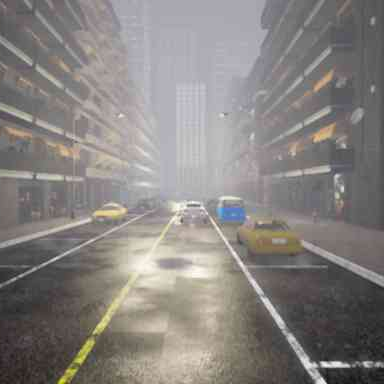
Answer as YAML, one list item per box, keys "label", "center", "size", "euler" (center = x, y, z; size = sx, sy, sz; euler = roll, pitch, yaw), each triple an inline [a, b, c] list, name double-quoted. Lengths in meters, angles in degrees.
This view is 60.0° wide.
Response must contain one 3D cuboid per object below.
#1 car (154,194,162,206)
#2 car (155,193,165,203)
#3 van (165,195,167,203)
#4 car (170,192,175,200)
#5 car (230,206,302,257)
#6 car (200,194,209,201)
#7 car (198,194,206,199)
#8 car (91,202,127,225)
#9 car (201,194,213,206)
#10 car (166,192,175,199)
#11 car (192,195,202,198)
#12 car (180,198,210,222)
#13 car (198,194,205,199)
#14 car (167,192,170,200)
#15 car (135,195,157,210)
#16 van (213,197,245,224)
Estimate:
- label: "car"
  center: [-5.688, 1.358, 45.527]
  size: [1.887, 1.381, 4.507]
  euler: [-1, 0, 0]
- label: "car"
  center: [-5.688, 1.336, 51.051]
  size: [1.887, 1.381, 4.507]
  euler: [-1, 0, 0]
- label: "van"
  center: [-5.688, 1.111, 56.574]
  size: [1.690, 1.788, 3.998]
  euler: [-1, 0, 0]
- label: "car"
  center: [-5.682, 1.254, 78.669]
  size: [1.947, 1.339, 4.313]
  euler: [-1, 0, 0]
- label: "car"
  center: [2.685, 1.471, 12.542]
  size: [1.752, 1.417, 4.829]
  euler: [-1, 0, 0]
- label: "car"
  center: [2.698, 1.232, 73.300]
  size: [1.752, 1.417, 4.829]
  euler: [-1, 0, 0]
- label: "car"
  center: [2.702, 1.192, 89.699]
  size: [1.887, 1.381, 4.507]
  euler: [-1, 0, 0]
- label: "car"
  center: [-5.694, 1.428, 23.264]
  size: [1.752, 1.417, 4.829]
  euler: [0, 0, 0]
- label: "car"
  center: [2.692, 1.363, 45.512]
  size: [2.008, 1.369, 4.403]
  euler: [-1, 0, 0]
- label: "car"
  center: [-5.682, 0.964, 89.713]
  size: [2.192, 1.841, 5.009]
  euler: [-1, 0, 0]
- label: "car"
  center: [0.112, 1.410, 46.251]
  size: [1.895, 1.301, 4.718]
  euler: [0, 0, 0]
- label: "car"
  center: [0.106, 1.421, 24.762]
  size: [1.812, 1.442, 4.674]
  euler: [0, 0, 0]
- label: "car"
  center: [2.703, 1.179, 95.223]
  size: [2.008, 1.369, 4.403]
  euler: [-1, 0, 0]
- label: "car"
  center: [-5.686, 1.189, 62.097]
  size: [1.967, 1.590, 4.097]
  euler: [-1, 0, 0]
- label: "car"
  center: [-5.689, 1.401, 40.004]
  size: [1.947, 1.339, 4.313]
  euler: [0, 0, 0]
- label: "van"
  center: [2.686, 1.242, 23.419]
  size: [1.690, 1.788, 3.998]
  euler: [-1, 0, 0]
